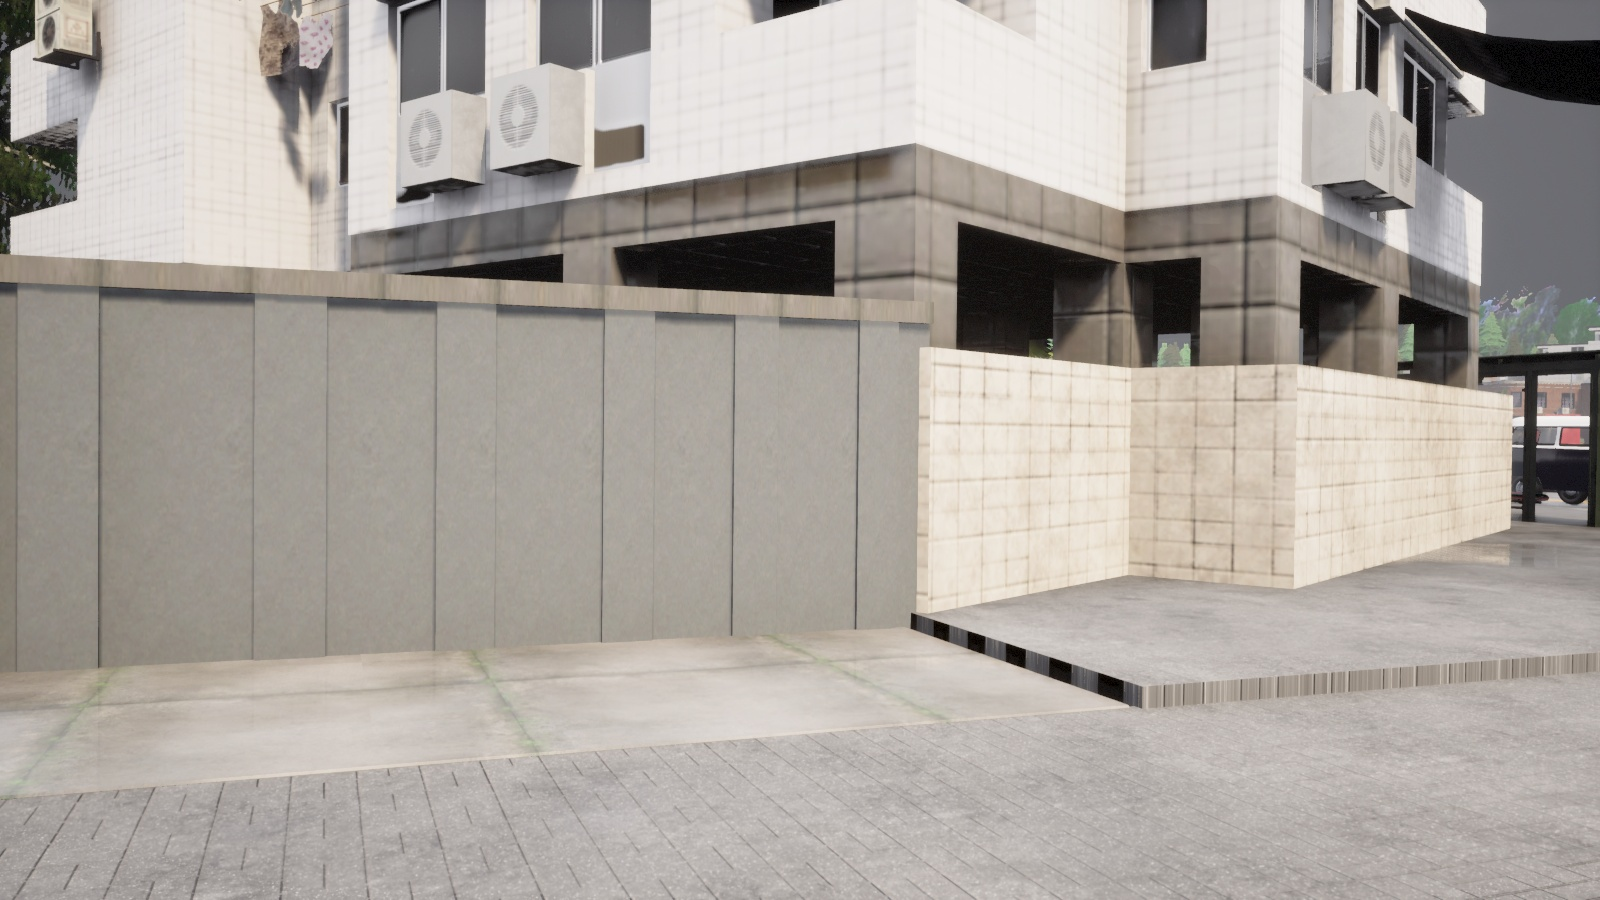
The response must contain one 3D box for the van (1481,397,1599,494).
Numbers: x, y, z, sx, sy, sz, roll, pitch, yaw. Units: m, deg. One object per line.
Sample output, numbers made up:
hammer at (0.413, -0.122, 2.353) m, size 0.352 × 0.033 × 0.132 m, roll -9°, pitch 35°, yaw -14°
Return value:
van at (17.662, -0.118, 27.599) m, size 2.069 × 2.038 × 4.480 m, roll -1°, pitch 1°, yaw -21°
